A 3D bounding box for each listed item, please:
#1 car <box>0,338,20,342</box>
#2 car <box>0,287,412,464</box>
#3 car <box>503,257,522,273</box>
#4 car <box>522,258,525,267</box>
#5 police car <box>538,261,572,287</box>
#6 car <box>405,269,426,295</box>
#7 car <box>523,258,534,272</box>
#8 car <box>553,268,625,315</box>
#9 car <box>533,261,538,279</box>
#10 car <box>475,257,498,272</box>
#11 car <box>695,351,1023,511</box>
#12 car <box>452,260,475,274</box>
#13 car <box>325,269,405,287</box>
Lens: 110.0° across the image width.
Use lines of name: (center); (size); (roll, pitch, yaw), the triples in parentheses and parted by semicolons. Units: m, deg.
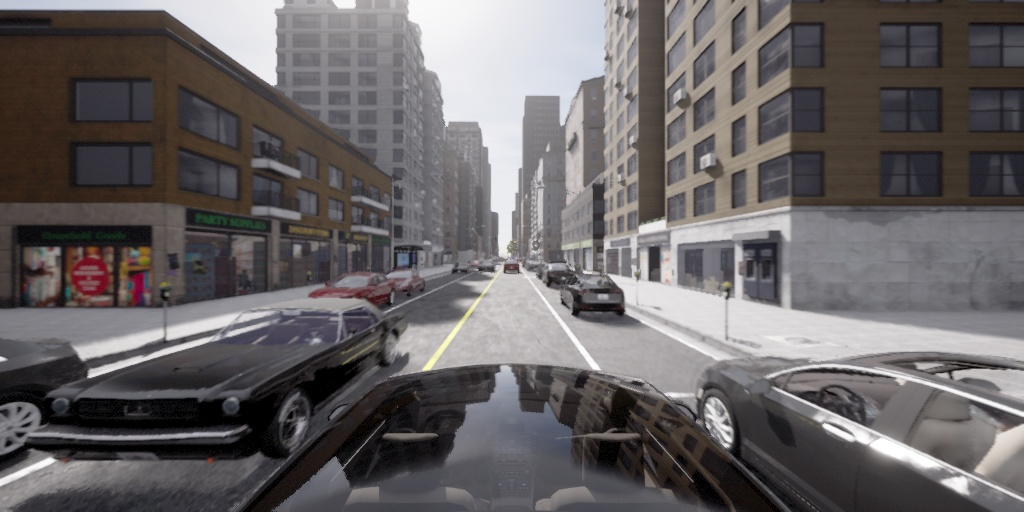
car: (-5.668, 1.301, 2.214); (2.007, 1.370, 4.403); (0, 0, 0)
car: (-3.092, 1.351, 5.168); (1.895, 1.301, 4.718); (0, 0, 0)
car: (-0.017, 1.226, 43.874); (1.882, 1.535, 5.008); (0, 0, 1)
car: (2.797, 1.297, 51.959); (2.007, 1.370, 4.403); (0, 0, 0)
police car: (3.107, 1.174, 24.426); (1.930, 1.638, 5.238); (0, 0, 0)
car: (-5.689, 1.332, 18.789); (1.802, 1.307, 4.207); (0, 0, 0)
car: (2.804, 1.297, 46.436); (2.007, 1.370, 4.403); (0, 0, 0)
car: (2.844, 1.316, 13.294); (1.948, 1.339, 4.313); (0, 0, 0)
car: (3.113, 1.274, 31.316); (1.812, 1.442, 4.674); (0, 0, 0)
car: (-3.136, 1.224, 45.077); (1.882, 1.535, 5.008); (0, 0, 0)
car: (2.858, 1.301, 2.247); (2.007, 1.370, 4.403); (0, 0, 0)
car: (-5.715, 1.313, 40.889); (1.948, 1.339, 4.313); (0, 0, 0)
car: (-5.681, 1.295, 13.264); (1.888, 1.381, 4.507); (0, 0, 0)
